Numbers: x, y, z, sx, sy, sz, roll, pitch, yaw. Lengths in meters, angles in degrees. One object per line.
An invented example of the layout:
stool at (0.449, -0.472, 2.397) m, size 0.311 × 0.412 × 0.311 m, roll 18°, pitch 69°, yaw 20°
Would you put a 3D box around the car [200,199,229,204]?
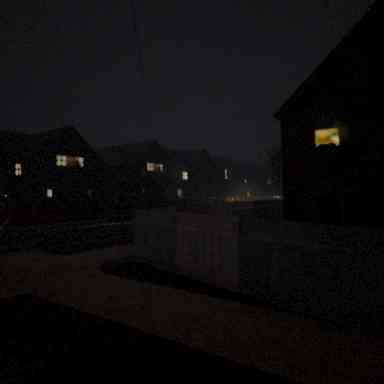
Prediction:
car at (1.960, 1.374, 29.971) m, size 2.128 × 1.511 × 4.902 m, roll -2°, pitch -1°, yaw 36°
